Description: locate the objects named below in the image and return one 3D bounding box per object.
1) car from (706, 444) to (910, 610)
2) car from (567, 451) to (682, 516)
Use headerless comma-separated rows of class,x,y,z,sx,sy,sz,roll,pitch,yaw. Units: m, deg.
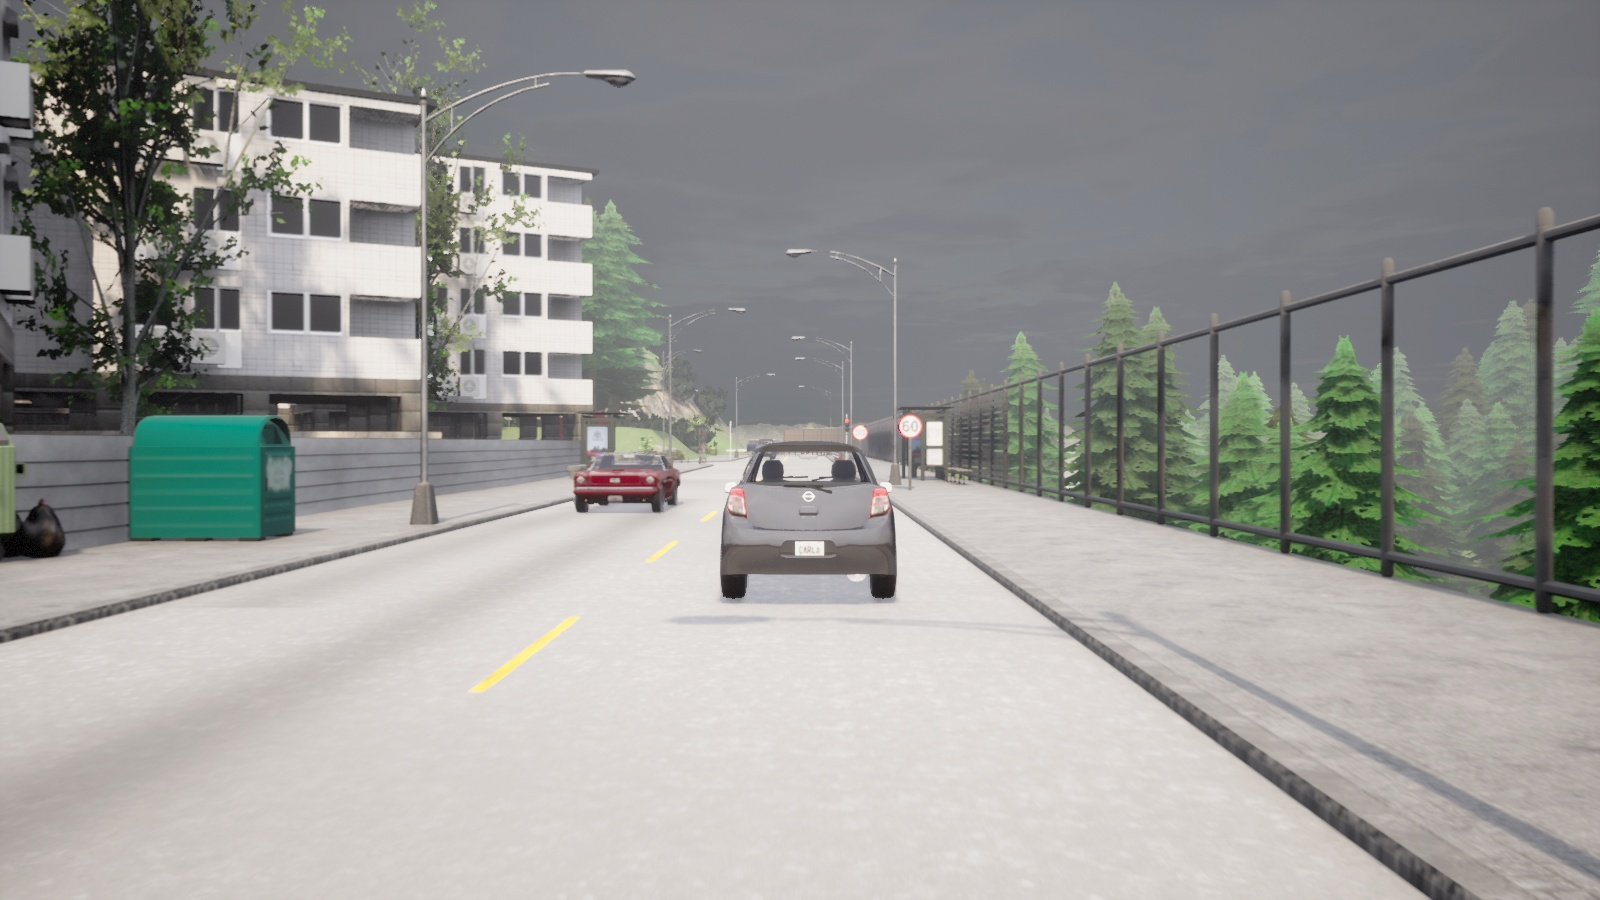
car,0.085,0.686,13.191,1.845,1.501,3.633,0,0,0
car,-3.834,0.685,28.165,1.895,1.301,4.718,0,0,0
